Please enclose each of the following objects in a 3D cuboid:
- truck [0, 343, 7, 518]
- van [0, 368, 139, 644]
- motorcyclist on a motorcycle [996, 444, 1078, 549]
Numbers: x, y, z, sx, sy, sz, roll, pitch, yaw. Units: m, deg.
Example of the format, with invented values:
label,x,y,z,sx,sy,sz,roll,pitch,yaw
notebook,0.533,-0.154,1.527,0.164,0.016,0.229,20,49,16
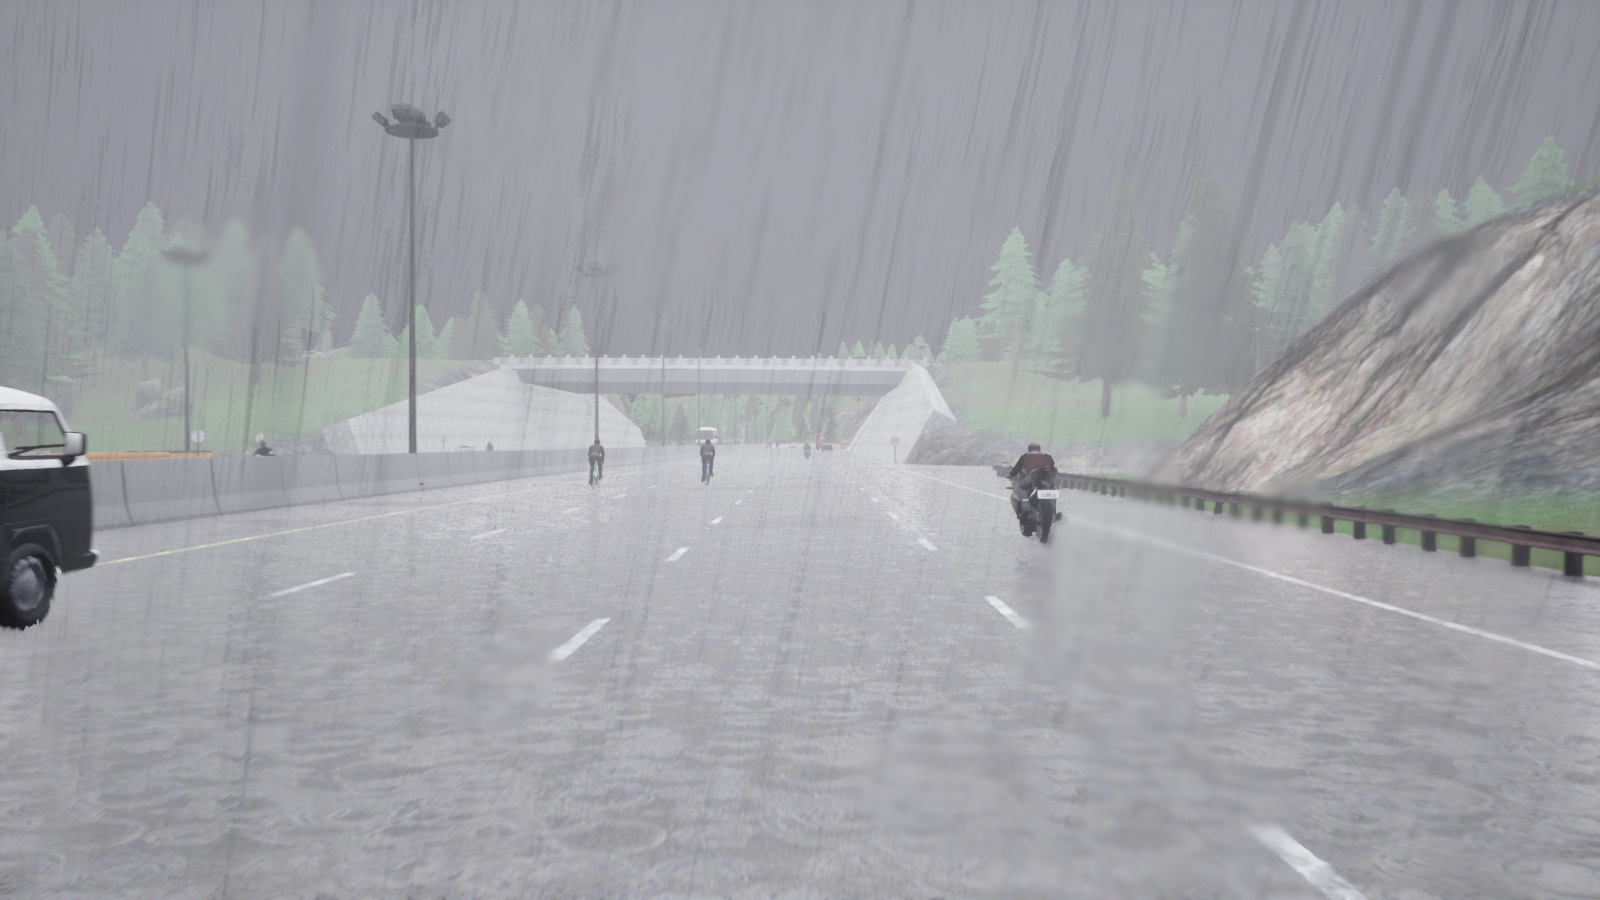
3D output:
label,x,y,z,sx,sy,sz,roll,pitch,yaw
truck,-17.363,-0.369,21.203,2.891,3.462,7.936,0,0,0
van,-6.932,0.416,8.928,2.069,2.038,4.480,0,1,0
motorcyclist on a motorcycle,3.626,0.675,19.389,0.866,1.530,2.191,0,0,0
